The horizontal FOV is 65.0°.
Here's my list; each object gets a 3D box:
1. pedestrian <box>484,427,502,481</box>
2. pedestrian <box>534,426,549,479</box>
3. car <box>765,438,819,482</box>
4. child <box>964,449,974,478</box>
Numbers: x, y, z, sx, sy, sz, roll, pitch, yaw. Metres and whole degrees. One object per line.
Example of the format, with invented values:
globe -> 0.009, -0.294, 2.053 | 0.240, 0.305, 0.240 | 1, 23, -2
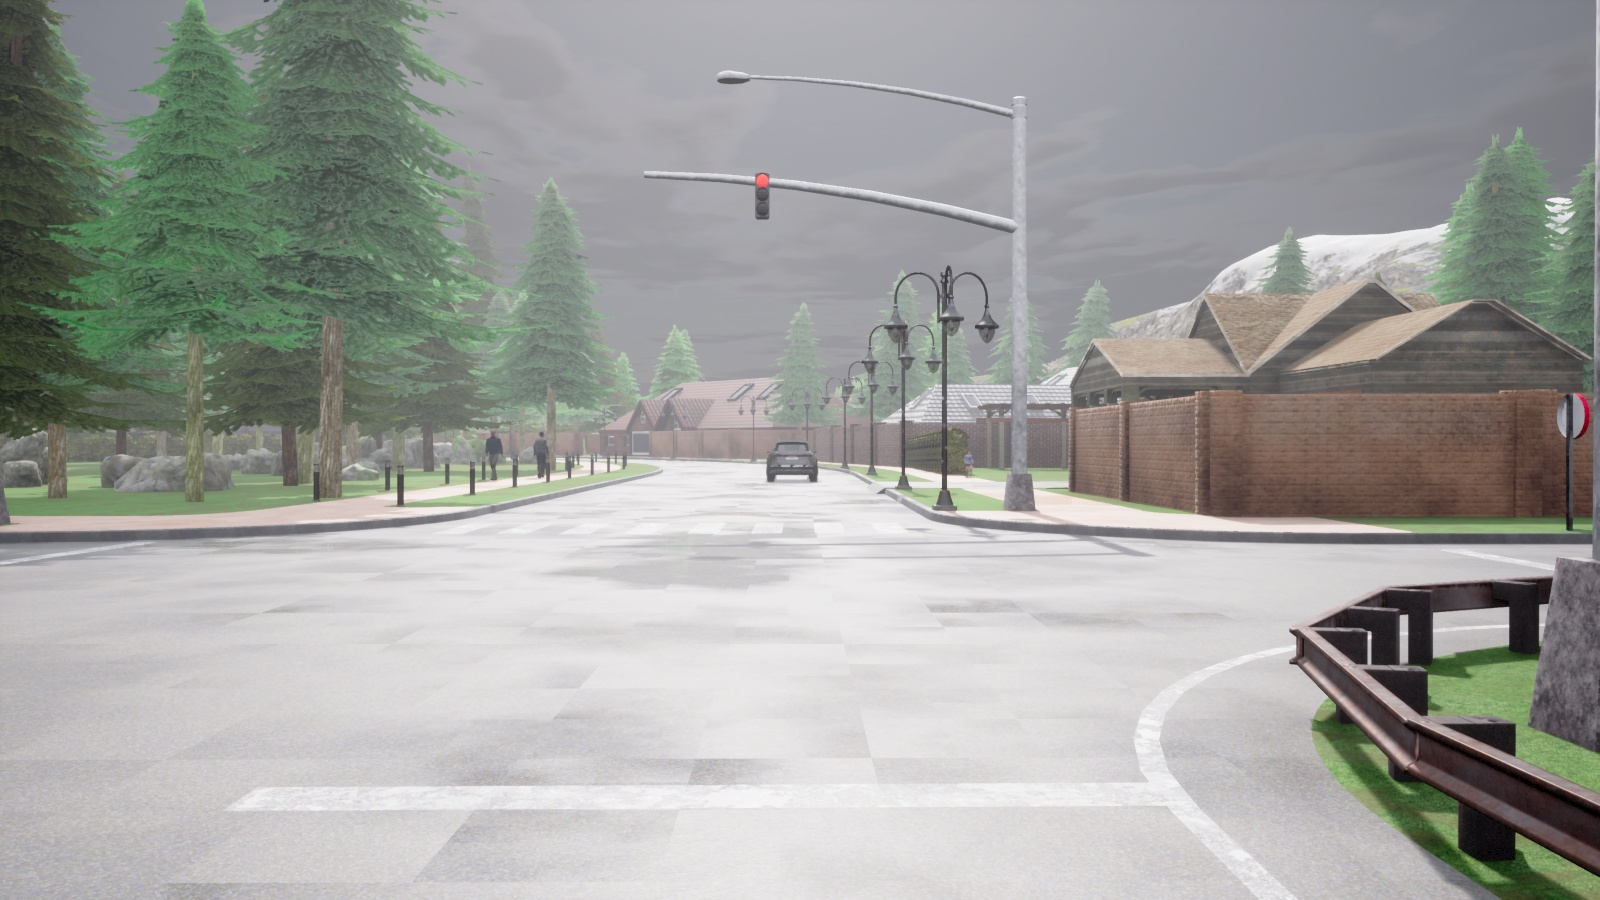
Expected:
pedestrian -> -10.539, 0.120, 43.103 | 0.402, 1.842, 0.726 | 0, 0, 3
pedestrian -> -9.653, 0.099, 46.907 | 0.423, 1.949, 0.788 | 0, 0, -4
car -> -0.303, 0.370, 49.149 | 2.033, 1.649, 4.856 | 0, 0, 0
child -> 6.300, 0.503, 46.863 | 0.255, 1.110, 0.394 | 0, 0, -8
